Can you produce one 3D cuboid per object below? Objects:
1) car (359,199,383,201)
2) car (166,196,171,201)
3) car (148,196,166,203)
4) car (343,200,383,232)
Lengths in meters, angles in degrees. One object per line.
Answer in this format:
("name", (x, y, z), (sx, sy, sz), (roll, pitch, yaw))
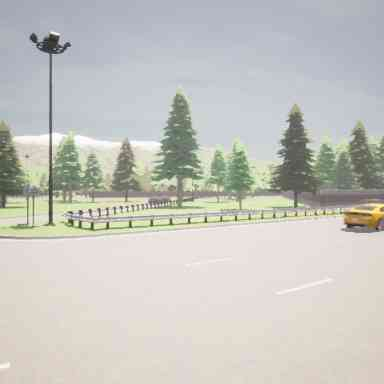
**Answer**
("car", (15.166, 1.350, 27.408), (4.553, 1.767, 2.097), (0, 0, -35))
("car", (-5.586, 1.525, 69.768), (1.812, 1.442, 4.674), (0, 0, 5))
("car", (-6.563, 1.491, 59.647), (2.128, 1.511, 4.902), (0, 0, 6))
("car", (11.272, 1.478, 20.345), (5.008, 1.535, 1.882), (0, 0, -35))
